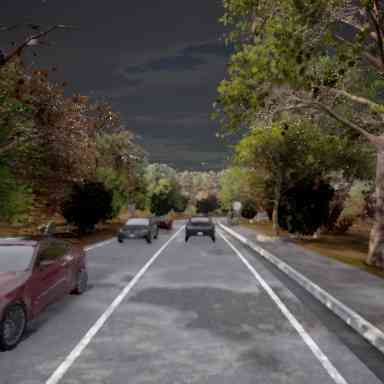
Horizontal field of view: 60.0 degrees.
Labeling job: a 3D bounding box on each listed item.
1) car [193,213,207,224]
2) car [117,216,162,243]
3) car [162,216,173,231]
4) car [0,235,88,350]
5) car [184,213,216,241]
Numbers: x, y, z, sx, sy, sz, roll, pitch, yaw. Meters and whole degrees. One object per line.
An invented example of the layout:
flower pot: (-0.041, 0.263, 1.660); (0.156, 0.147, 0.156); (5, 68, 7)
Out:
car: (1.216, 3.837, 48.177); (1.837, 1.490, 4.892); (-1, -4, 3)
car: (-3.188, 2.240, 20.296); (1.812, 1.442, 4.674); (0, -3, 1)
car: (-2.942, 2.986, 31.905); (1.895, 1.301, 4.718); (0, -3, 2)
car: (-3.483, 1.629, 6.501); (1.812, 1.442, 4.674); (0, -2, 1)
car: (0.525, 2.327, 21.887); (1.837, 1.490, 4.892); (0, -3, 1)
